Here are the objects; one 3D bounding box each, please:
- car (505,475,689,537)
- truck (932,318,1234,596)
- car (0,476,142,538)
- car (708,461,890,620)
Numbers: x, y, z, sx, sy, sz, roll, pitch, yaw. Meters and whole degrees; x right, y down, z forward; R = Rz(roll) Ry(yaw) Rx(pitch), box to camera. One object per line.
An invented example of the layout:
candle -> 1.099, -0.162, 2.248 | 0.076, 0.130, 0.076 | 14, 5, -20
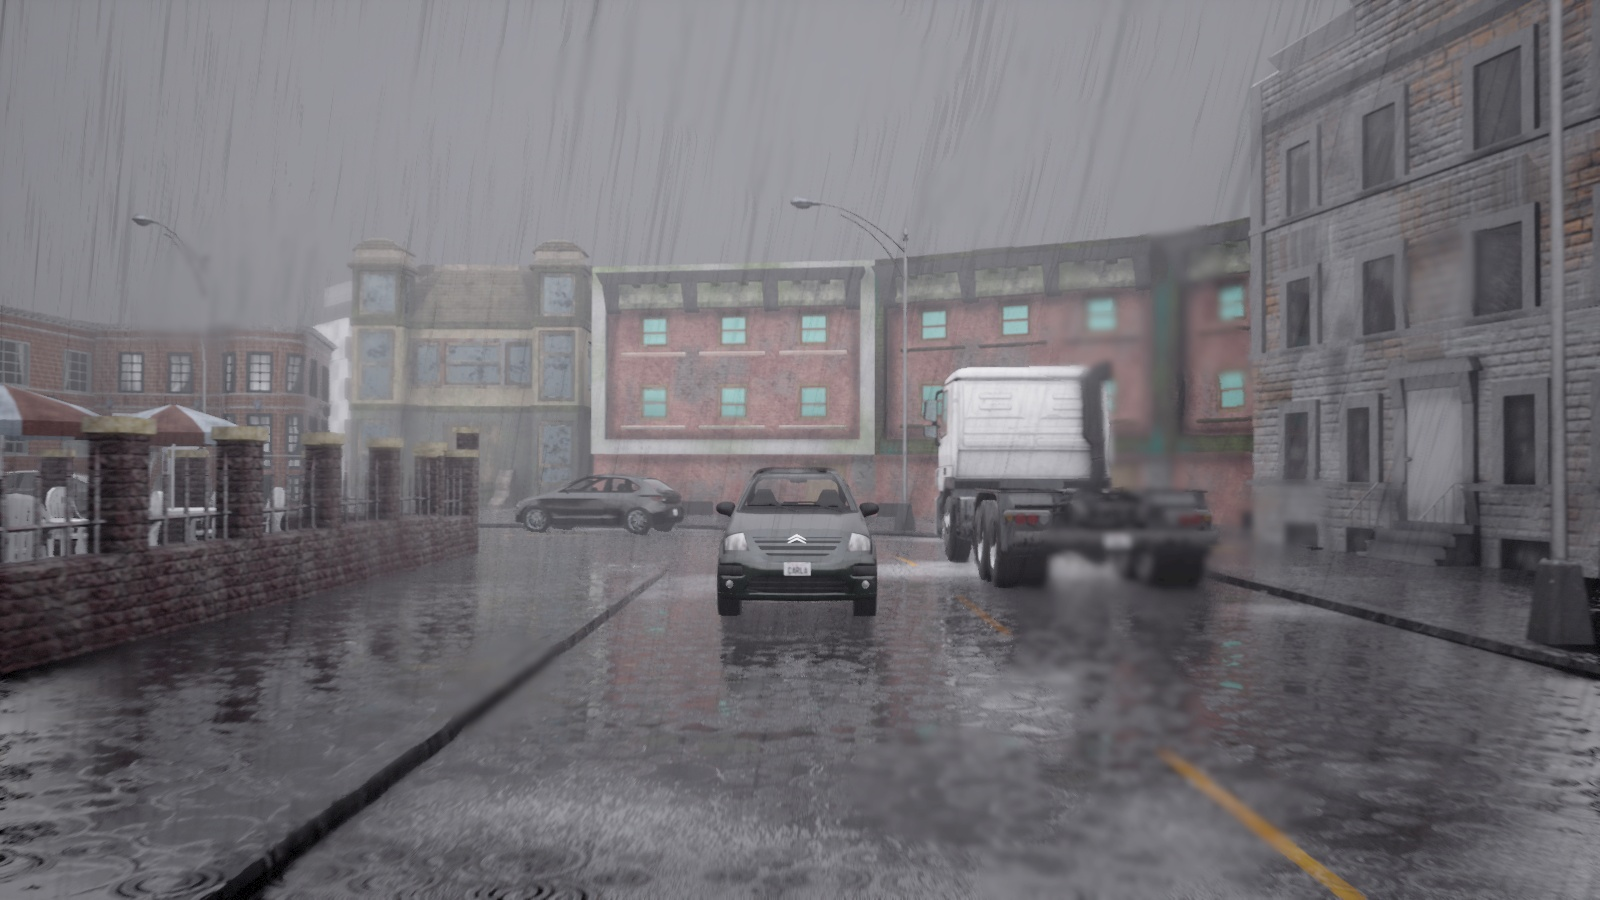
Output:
car -> -5.090, 1.379, 31.606 | 4.193, 1.474, 1.816 | 0, -1, 16
truck -> 3.947, 0.147, 19.665 | 2.891, 3.462, 7.936 | 0, -1, 0
car -> -19.665, 1.433, 31.944 | 4.892, 1.490, 1.837 | 0, -1, 0
car -> -0.024, 0.961, 14.837 | 1.851, 1.617, 3.988 | 0, -1, 0
